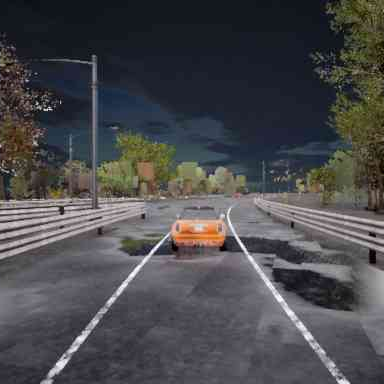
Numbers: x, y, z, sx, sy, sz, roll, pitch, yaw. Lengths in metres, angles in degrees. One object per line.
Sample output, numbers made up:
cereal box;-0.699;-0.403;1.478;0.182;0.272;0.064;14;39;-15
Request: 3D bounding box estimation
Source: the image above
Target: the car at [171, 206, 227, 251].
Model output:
car;0.351;1.361;14.278;2.097;1.767;4.553;0;0;3
